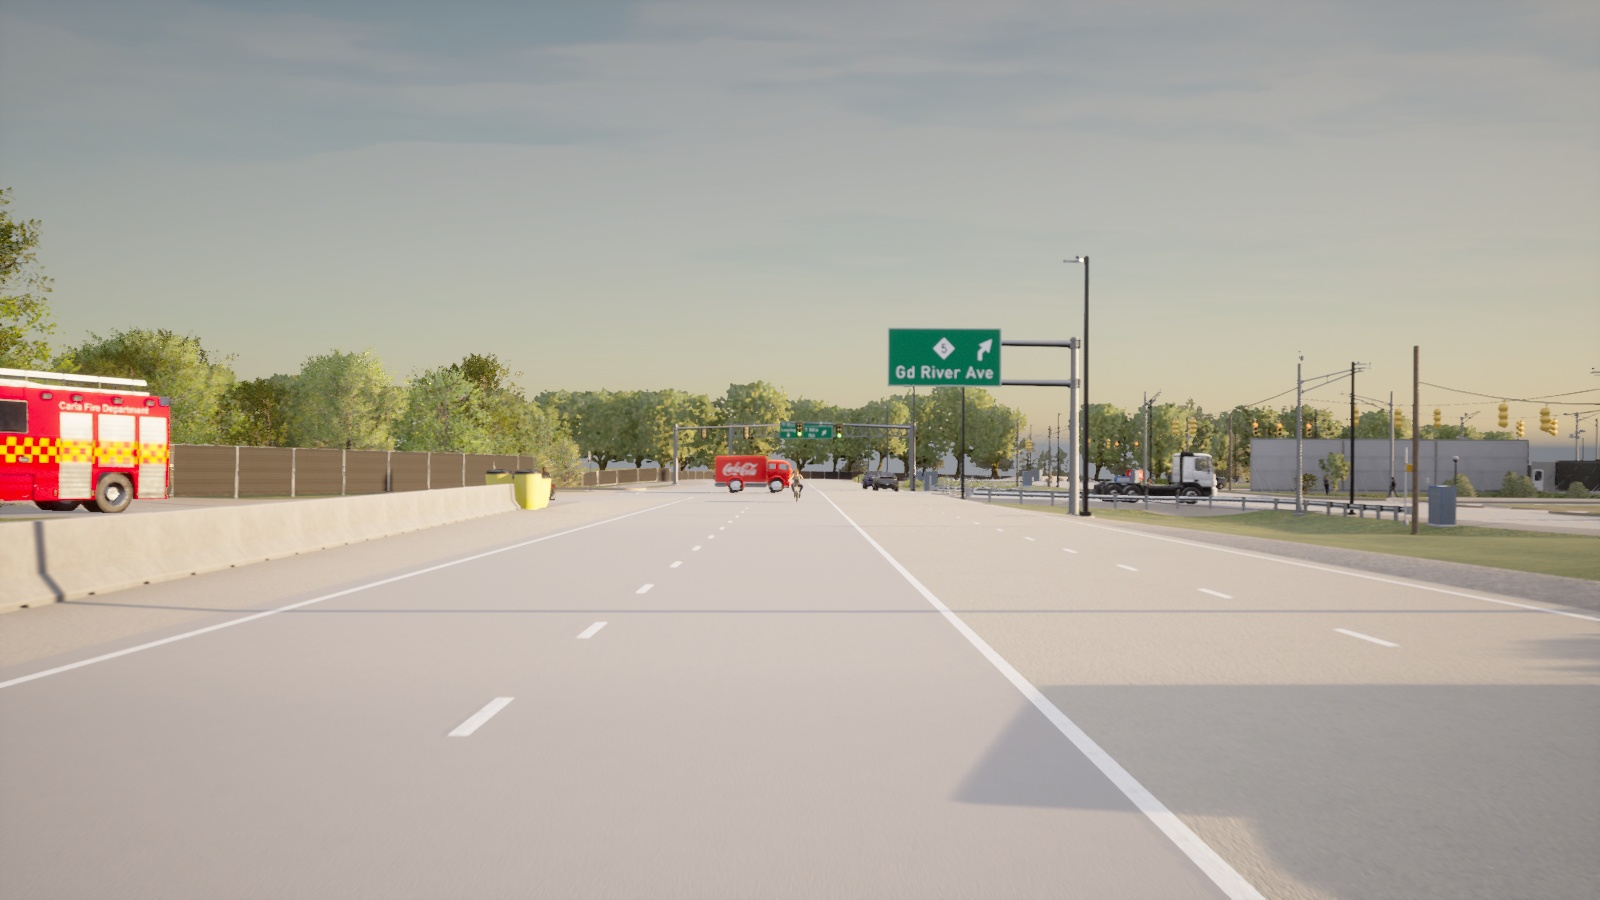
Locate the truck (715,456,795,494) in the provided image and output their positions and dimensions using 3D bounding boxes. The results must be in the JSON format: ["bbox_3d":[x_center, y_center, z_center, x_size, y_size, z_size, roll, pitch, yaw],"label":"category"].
[{"bbox_3d":[-2.924,1.647,83.433,5.204,2.467,2.627,0,-1,0],"label":"truck"}]

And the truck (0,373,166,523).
[{"bbox_3d":[-21.450,-0.041,33.067,2.891,3.827,8.468,0,-1,25],"label":"truck"}]

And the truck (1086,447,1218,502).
[{"bbox_3d":[23.301,1.605,83.464,7.936,3.462,2.891,1,-1,1],"label":"truck"}]
